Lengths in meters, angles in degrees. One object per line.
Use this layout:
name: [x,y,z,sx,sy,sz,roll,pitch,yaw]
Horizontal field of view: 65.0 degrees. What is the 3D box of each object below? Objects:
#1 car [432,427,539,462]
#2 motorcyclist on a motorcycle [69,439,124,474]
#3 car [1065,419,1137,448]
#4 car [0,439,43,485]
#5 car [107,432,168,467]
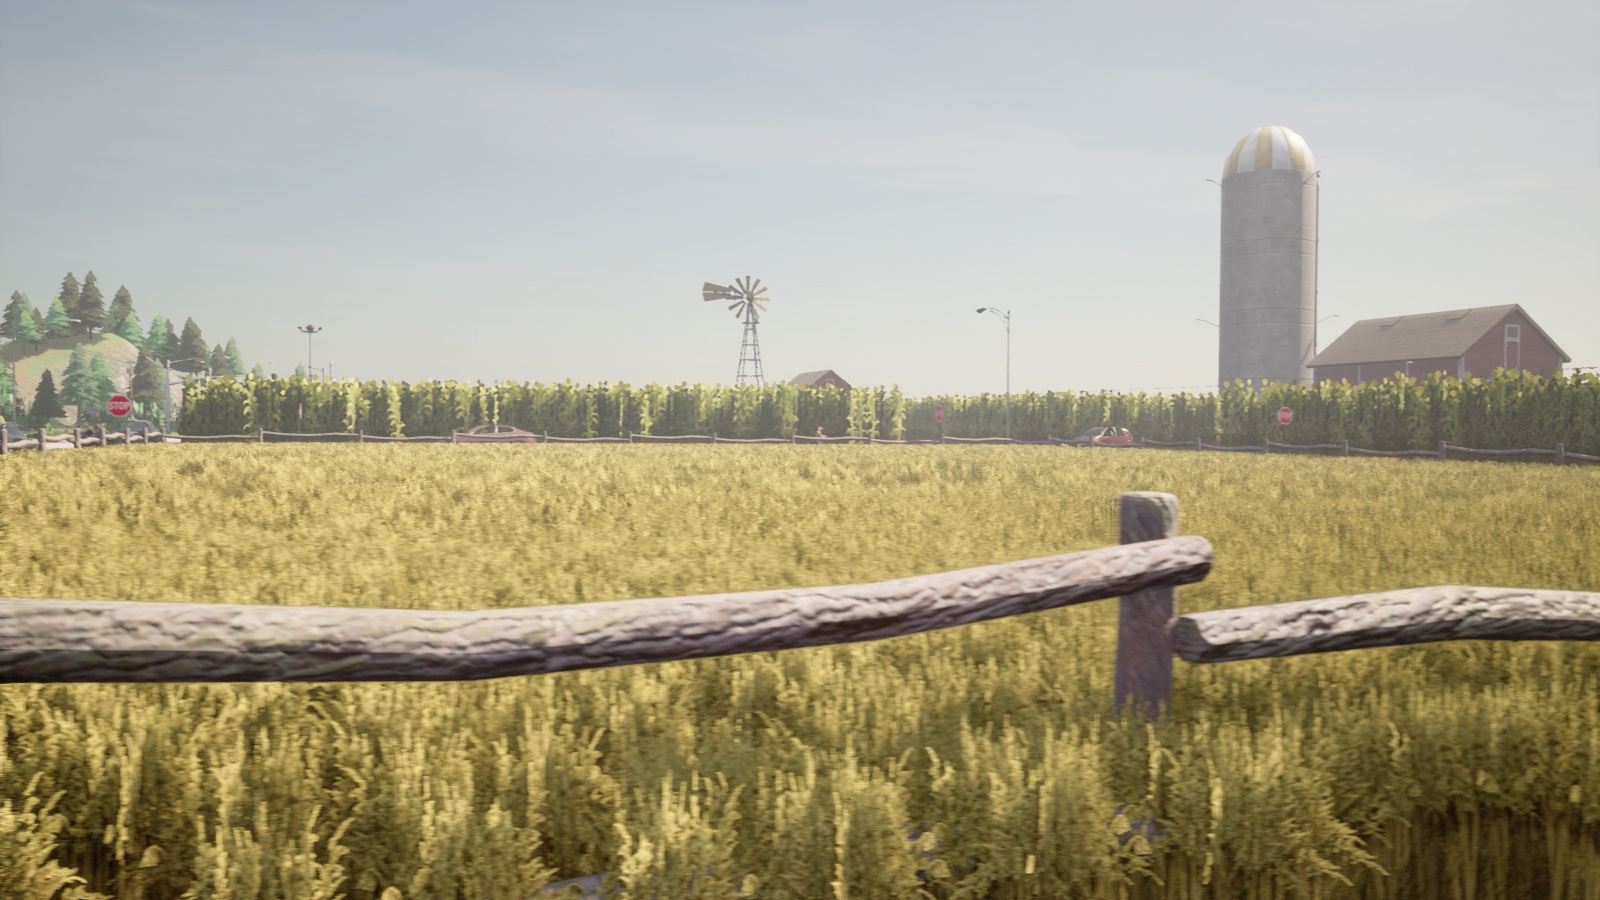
car: [-15.656,-0.285,62.535,5.027,1.651,2.152,-1,1,-18]
motorcyclist on a motorcycle: [-31.113,0.280,55.531,2.191,1.530,0.866,0,-1,19]
car: [17.244,-0.961,71.824,3.988,1.617,1.851,-1,1,-36]
car: [-27.813,0.412,43.291,1.837,1.490,4.892,-1,0,-18]
car: [-35.512,-0.043,67.469,2.097,1.767,4.553,-1,1,-18]
